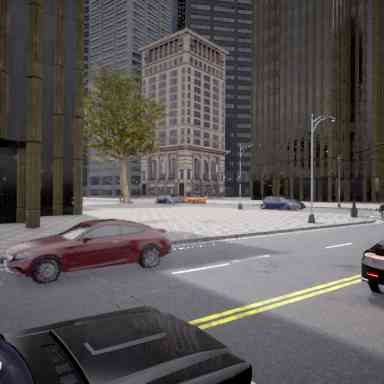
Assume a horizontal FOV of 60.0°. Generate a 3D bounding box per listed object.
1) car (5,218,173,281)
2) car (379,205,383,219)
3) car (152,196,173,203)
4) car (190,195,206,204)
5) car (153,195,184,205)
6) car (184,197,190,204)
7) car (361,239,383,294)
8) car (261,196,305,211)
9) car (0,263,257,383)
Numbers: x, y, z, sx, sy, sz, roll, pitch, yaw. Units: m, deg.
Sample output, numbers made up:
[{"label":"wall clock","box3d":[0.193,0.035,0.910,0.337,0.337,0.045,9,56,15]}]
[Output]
[{"label":"car","box3d":[-2.773,1.526,9.681,4.674,1.442,1.812,0,0,-35]},{"label":"car","box3d":[16.326,1.474,25.472,2.128,1.511,4.902,1,1,3]},{"label":"car","box3d":[-6.418,1.570,72.102,1.812,1.442,4.674,1,-1,-45]},{"label":"car","box3d":[0.541,1.399,64.915,2.097,1.767,4.553,1,-1,-43]},{"label":"car","box3d":[-4.098,1.301,55.328,2.097,1.767,4.553,1,0,-42]},{"label":"car","box3d":[-3.184,1.488,59.166,1.837,1.490,4.892,1,-1,-42]},{"label":"car","box3d":[5.774,1.492,7.556,4.902,1.511,2.128,0,0,-35]},{"label":"car","box3d":[10.229,1.306,38.503,2.097,1.767,4.553,1,-1,-39]},{"label":"car","box3d":[-1.747,1.601,2.195,4.718,1.301,1.895,0,0,-36]}]
